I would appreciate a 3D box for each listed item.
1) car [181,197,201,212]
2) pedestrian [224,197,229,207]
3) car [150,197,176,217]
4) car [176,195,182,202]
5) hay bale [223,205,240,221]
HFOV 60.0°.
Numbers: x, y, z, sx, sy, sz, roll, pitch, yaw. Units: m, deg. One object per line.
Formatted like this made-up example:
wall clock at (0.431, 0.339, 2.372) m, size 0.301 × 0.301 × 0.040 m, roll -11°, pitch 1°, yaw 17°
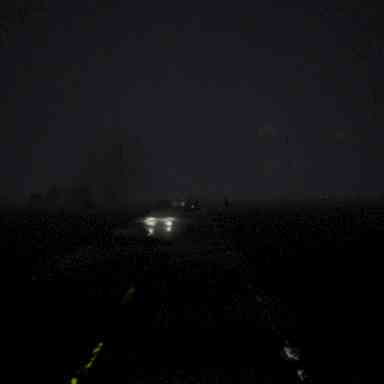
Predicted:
car at (0.048, 1.568, 38.436) m, size 1.994 × 1.385 × 4.181 m, roll 0°, pitch 0°, yaw 0°
pedestrian at (2.827, 1.279, 27.648) m, size 0.375 × 1.860 × 0.375 m, roll -1°, pitch 1°, yaw -3°
car at (-2.844, 1.479, 31.925) m, size 1.882 × 1.535 × 5.008 m, roll 0°, pitch 0°, yaw 0°
car at (-2.744, 1.509, 73.984) m, size 1.837 × 1.490 × 4.892 m, roll 0°, pitch 0°, yaw 0°
hay bale at (3.135, 1.655, 26.554) m, size 1.220 × 1.180 × 1.240 m, roll 1°, pitch 1°, yaw 0°
